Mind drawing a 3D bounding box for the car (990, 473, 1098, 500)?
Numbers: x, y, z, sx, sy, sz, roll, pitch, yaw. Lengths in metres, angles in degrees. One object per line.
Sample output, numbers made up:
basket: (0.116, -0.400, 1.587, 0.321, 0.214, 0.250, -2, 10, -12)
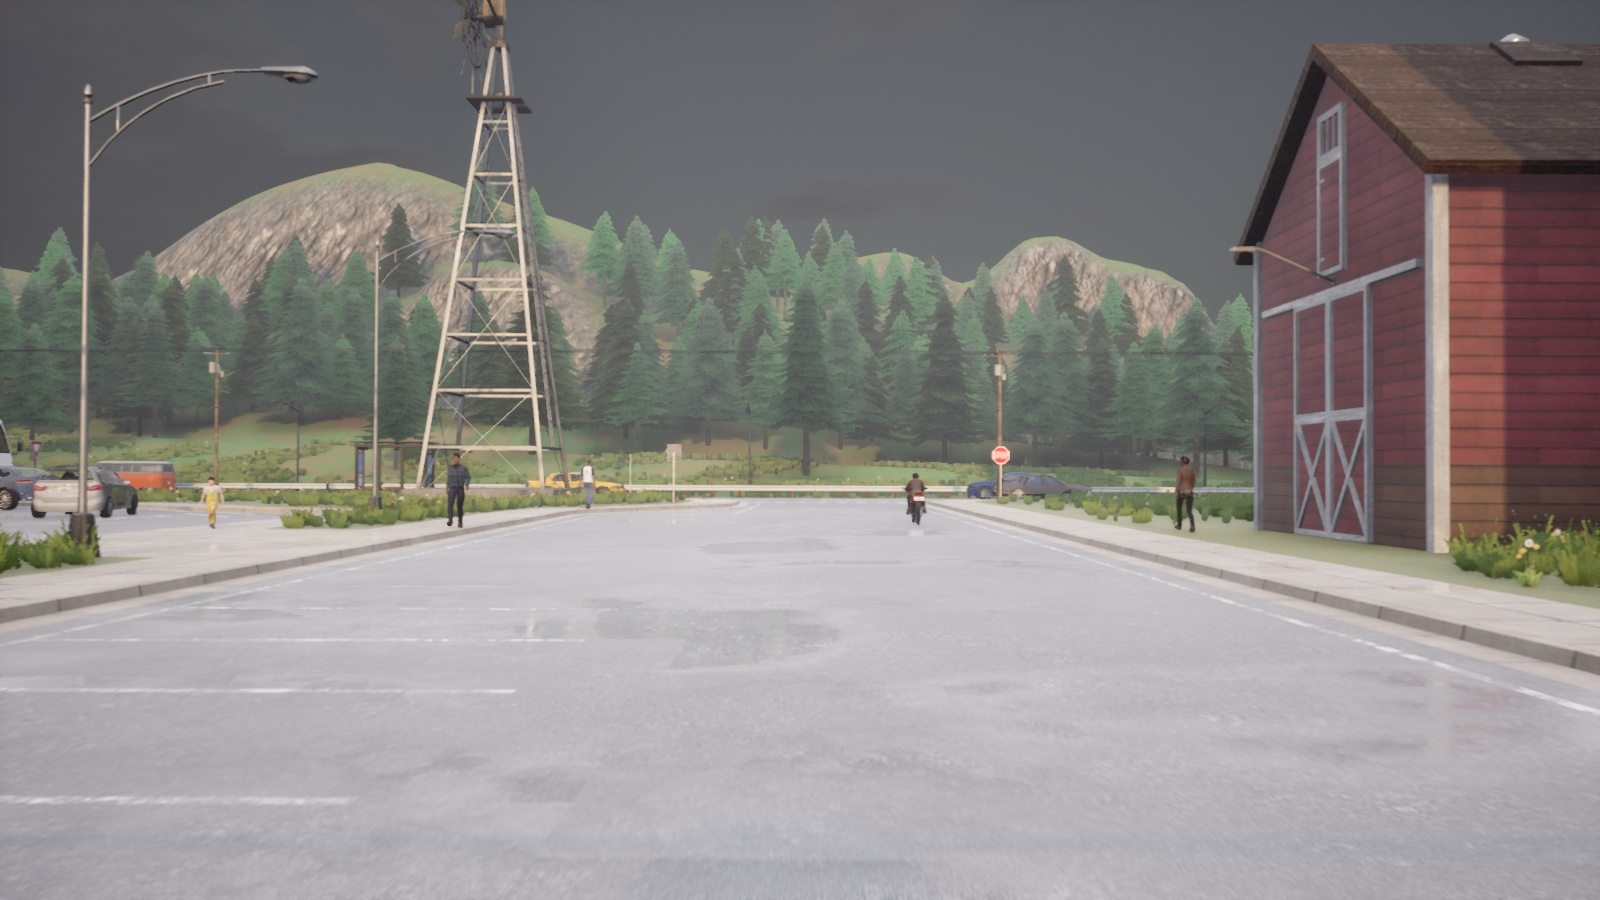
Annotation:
car: (12.891, 1.926, 66.633, 5.357, 1.411, 2.033, 0, -1, 1)

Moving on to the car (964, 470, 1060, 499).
car: (11.806, 1.919, 70.151, 5.008, 1.535, 1.882, 0, -1, 1)

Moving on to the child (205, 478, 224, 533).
child: (-13.719, 1.297, 29.422, 0.270, 1.263, 0.437, 0, -1, -6)

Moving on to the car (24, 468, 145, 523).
car: (-23.161, 1.436, 40.861, 2.242, 1.667, 4.611, 0, -1, -14)

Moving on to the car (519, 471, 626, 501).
car: (-12.125, 1.924, 67.015, 5.366, 1.575, 1.801, 0, -1, 1)

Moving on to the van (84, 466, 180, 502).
van: (-37.690, 1.906, 70.907, 4.442, 1.987, 1.775, 0, -1, 1)

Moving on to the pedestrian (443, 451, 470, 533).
pedestrian: (-8.247, 1.008, 30.164, 0.423, 1.949, 0.788, 0, -1, 0)

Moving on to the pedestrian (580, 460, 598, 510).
pedestrian: (-7.714, 1.269, 45.893, 0.354, 1.836, 0.706, -1, -1, 20)

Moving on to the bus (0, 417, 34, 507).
bus: (-39.648, 0.546, 56.736, 3.944, 4.253, 10.273, 0, -1, -1)

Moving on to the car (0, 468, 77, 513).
car: (-30.331, 1.515, 47.832, 5.027, 1.651, 2.152, -1, -1, 21)

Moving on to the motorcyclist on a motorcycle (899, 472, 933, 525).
motorcyclist on a motorcycle: (3.412, 1.402, 36.981, 0.797, 1.523, 2.044, 0, -1, 0)

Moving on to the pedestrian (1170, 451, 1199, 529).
pedestrian: (9.050, 0.925, 29.579, 0.328, 1.805, 0.869, 0, -1, -5)
